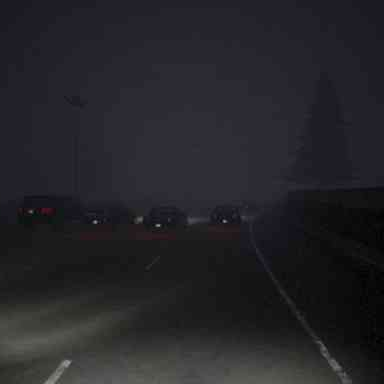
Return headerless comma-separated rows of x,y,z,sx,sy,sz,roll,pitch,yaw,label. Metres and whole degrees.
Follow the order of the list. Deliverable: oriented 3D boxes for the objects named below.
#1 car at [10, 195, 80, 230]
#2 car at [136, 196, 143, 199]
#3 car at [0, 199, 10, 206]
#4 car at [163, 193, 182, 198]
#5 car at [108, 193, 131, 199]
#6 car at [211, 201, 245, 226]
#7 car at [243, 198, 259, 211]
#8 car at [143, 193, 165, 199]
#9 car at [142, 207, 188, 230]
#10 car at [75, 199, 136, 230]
-8.541,1.185,21.151,2.150,2.045,5.566,0,0,9,car
-10.126,1.445,71.957,2.033,1.411,5.357,0,0,26,car
-17.253,1.429,32.164,2.128,1.511,4.902,0,0,13,car
-3.285,1.463,69.976,2.033,1.411,5.357,0,0,28,car
-15.107,1.129,69.887,2.150,2.045,5.566,0,0,26,car
2.517,1.582,23.443,1.895,1.301,4.718,0,0,11,car
6.931,1.498,40.223,1.812,1.442,4.674,0,0,18,car
-7.301,1.140,69.799,2.150,2.045,5.566,0,0,26,car
-1.514,1.577,20.778,1.895,1.301,4.718,0,0,9,car
-5.004,1.462,20.924,2.128,1.511,4.902,0,0,9,car
